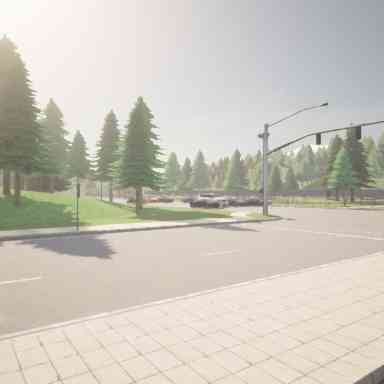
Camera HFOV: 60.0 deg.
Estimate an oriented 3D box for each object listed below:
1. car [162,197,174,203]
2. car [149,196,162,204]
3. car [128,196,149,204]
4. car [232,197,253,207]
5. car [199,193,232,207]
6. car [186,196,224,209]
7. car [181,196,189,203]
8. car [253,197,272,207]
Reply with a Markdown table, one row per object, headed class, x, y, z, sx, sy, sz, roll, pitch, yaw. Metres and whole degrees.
| class | x | y | z | sx | sy | sz | roll | pitch | yaw |
| --- | --- | --- | --- | --- | --- | --- | --- | --- | --- |
| car | -5.450 | 1.601 | 67.172 | 1.895 | 1.301 | 4.718 | 0 | 0 | -35 |
| car | -8.338 | 1.477 | 65.155 | 1.882 | 1.535 | 5.008 | 0 | 0 | -35 |
| car | -10.389 | 1.507 | 61.948 | 1.837 | 1.490 | 4.892 | 0 | -1 | -35 |
| car | 6.188 | 1.548 | 50.502 | 2.033 | 1.411 | 5.357 | 0 | 0 | -35 |
| car | 2.935 | 1.222 | 49.036 | 2.150 | 2.045 | 5.566 | 0 | 0 | -35 |
| car | 1.712 | 1.601 | 44.688 | 1.895 | 1.301 | 4.718 | 0 | 0 | -35 |
| car | -0.041 | 1.547 | 65.531 | 2.033 | 1.411 | 5.357 | 0 | 0 | -35 |
| car | 9.836 | 1.547 | 51.403 | 2.033 | 1.411 | 5.357 | 0 | 0 | -35 |
